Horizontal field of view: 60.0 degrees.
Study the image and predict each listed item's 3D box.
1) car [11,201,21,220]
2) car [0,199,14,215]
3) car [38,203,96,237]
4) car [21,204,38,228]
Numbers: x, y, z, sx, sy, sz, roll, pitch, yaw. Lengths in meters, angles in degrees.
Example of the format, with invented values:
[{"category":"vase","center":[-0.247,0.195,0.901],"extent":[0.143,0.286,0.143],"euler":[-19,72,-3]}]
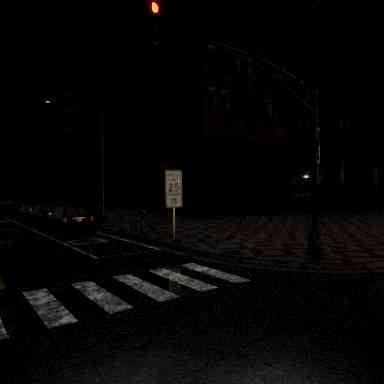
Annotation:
[{"category":"car","center":[-13.240,1.643,27.196],"extent":[1.802,1.307,4.206],"euler":[-1,1,-36]},{"category":"car","center":[-19.623,1.649,35.970],"extent":[1.887,1.381,4.507],"euler":[-1,1,-36]},{"category":"car","center":[-6.861,1.460,18.421],"extent":[1.967,1.590,4.097],"euler":[-1,1,-36]},{"category":"car","center":[-10.052,1.481,22.808],"extent":[1.967,1.590,4.097],"euler":[-1,1,-36]}]
